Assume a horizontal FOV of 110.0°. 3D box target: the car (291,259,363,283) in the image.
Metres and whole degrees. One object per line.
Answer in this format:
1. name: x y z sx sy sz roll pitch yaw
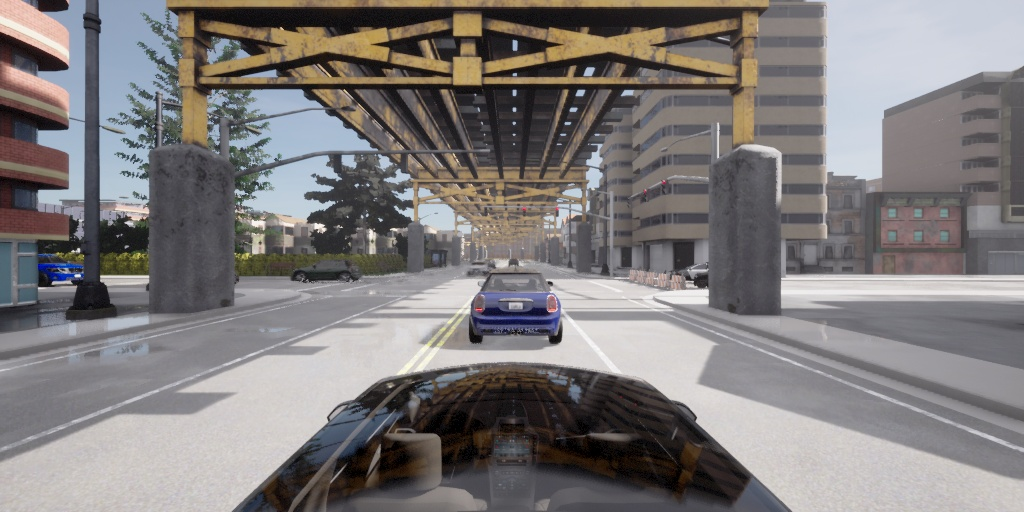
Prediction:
1. car: -13.417 1.042 26.100 4.553 1.767 2.097 0 0 -2

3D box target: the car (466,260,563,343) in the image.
1. car: 0.100 1.093 9.833 2.097 1.767 4.553 0 0 1

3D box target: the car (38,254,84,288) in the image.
1. car: -30.033 0.879 22.539 5.566 2.045 2.150 0 0 0

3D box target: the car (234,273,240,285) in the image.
1. car: -19.795 1.207 22.481 4.674 1.442 1.812 0 0 0
